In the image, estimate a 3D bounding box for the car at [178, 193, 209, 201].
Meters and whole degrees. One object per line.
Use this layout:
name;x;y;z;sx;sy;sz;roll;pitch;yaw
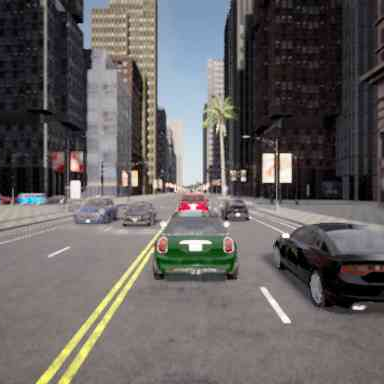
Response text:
car;0.100;1.114;25.153;2.150;2.045;5.566;0;1;0

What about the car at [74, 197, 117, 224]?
car;-6.590;1.250;23.316;2.097;1.767;4.553;0;0;0

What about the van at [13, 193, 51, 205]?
van;-23.555;1.101;49.129;3.998;1.788;1.690;0;0;0

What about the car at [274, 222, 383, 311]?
car;3.335;1.442;7.842;1.882;1.535;5.008;0;1;0

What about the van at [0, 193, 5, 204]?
van;-34.913;1.082;57.652;3.998;1.788;1.690;0;0;0

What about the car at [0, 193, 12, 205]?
car;-29.232;1.071;49.128;5.009;1.841;2.192;0;0;0

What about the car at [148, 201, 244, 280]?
car;0.090;1.309;9.942;2.097;1.767;4.553;0;0;0

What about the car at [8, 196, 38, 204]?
car;-29.235;1.326;57.653;4.206;1.307;1.802;0;0;0

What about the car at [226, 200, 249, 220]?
car;3.347;1.388;26.594;1.837;1.490;4.892;0;0;0

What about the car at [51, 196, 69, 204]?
car;-23.557;1.299;57.654;4.403;1.369;2.008;0;0;0

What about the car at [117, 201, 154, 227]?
car;-3.343;1.411;21.914;1.837;1.490;4.892;0;0;0
